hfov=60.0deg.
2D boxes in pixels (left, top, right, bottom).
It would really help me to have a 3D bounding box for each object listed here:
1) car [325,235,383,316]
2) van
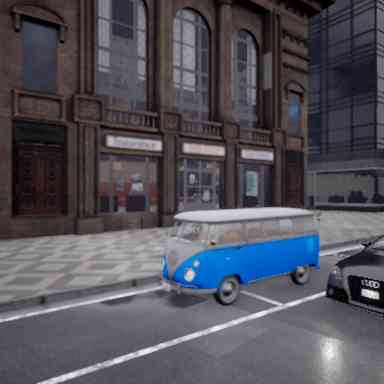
[{"bbox_3d":[4.563,1.484,6.657,4.181,1.385,1.994,-1,0,-36],"label":"car"},{"bbox_3d":[1.220,1.284,7.638,3.998,1.788,1.690,-1,1,-36],"label":"van"}]
